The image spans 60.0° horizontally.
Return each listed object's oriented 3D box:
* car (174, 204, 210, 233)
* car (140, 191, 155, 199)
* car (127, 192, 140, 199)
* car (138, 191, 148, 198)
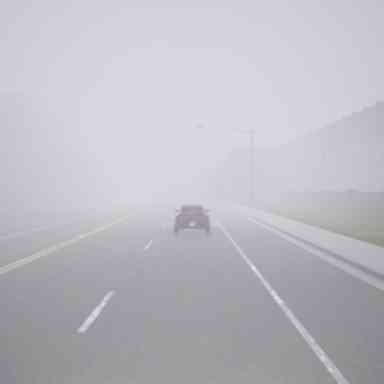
[{"bbox_3d":[0.011,1.392,18.559,1.812,1.442,4.674,0,0,0],"label":"car"},{"bbox_3d":[-10.454,1.033,78.568,1.895,1.301,4.718,0,0,0],"label":"car"},{"bbox_3d":[-13.954,0.792,78.628,2.097,1.767,4.553,0,0,0],"label":"car"},{"bbox_3d":[-13.945,0.638,94.283,2.097,1.767,4.553,0,0,0],"label":"car"}]
